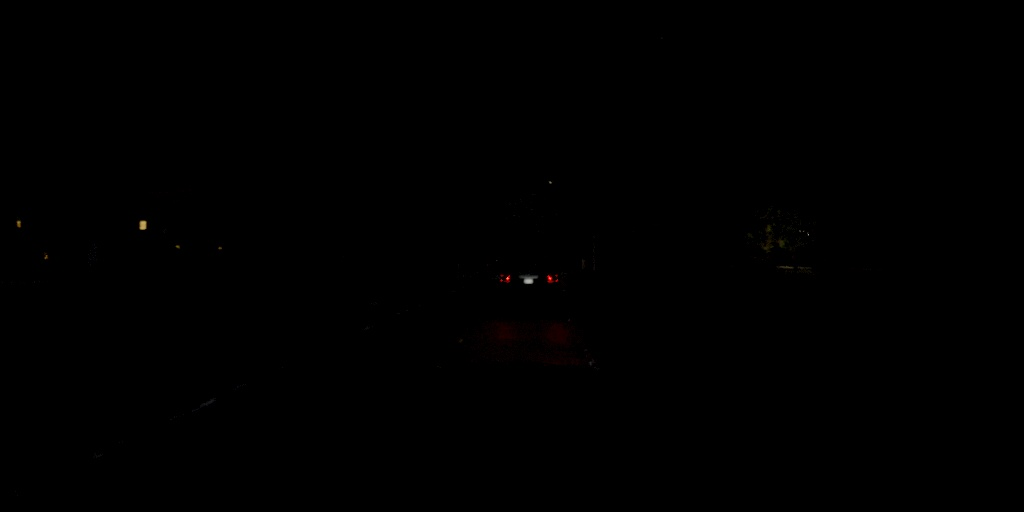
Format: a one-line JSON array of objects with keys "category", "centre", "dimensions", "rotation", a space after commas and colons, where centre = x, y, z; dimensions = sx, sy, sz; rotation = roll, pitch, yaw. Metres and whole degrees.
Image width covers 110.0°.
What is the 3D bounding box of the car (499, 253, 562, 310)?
[{"category": "car", "centre": [0.778, 0.883, 14.313], "dimensions": [2.150, 2.045, 5.566], "rotation": [0, 1, 5]}]
